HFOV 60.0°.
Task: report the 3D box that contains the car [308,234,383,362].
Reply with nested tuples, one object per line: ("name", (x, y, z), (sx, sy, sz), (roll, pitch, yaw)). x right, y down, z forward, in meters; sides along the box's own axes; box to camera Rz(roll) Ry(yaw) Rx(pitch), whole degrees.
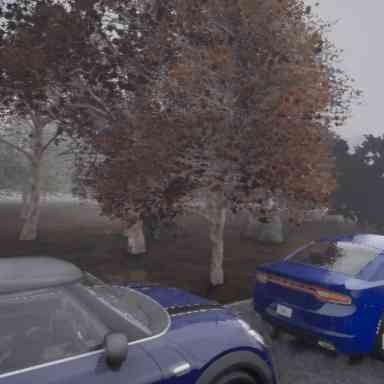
("car", (3.322, 1.511, 5.984), (5.008, 1.535, 2.097), (1, 0, -34))

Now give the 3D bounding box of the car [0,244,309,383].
("car", (-1.413, 1.365, 2.798), (4.553, 1.767, 2.185), (0, -1, -34))
